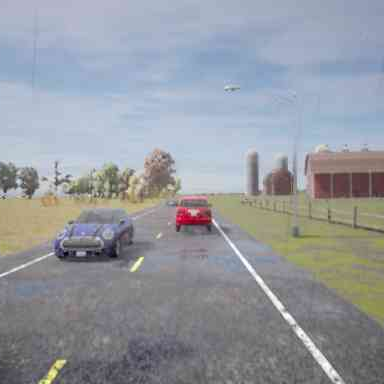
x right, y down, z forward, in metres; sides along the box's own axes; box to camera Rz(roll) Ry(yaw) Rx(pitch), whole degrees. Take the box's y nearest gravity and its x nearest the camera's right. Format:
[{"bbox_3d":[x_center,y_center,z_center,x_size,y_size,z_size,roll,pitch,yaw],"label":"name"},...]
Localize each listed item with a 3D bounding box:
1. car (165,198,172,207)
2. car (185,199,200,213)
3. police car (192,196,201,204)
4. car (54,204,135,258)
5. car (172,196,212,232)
[{"bbox_3d":[-3.530,1.771,57.946,2.128,1.511,4.902,0,0,1],"label":"car"},{"bbox_3d":[0.104,1.719,42.490,1.837,1.490,4.892,0,0,0],"label":"car"},{"bbox_3d":[1.065,1.784,77.541,1.930,1.638,5.238,0,0,0],"label":"police car"},{"bbox_3d":[-3.588,1.422,13.025,2.097,1.767,4.553,0,0,0],"label":"car"},{"bbox_3d":[0.104,1.335,21.321,2.150,2.045,5.566,0,0,0],"label":"car"}]
